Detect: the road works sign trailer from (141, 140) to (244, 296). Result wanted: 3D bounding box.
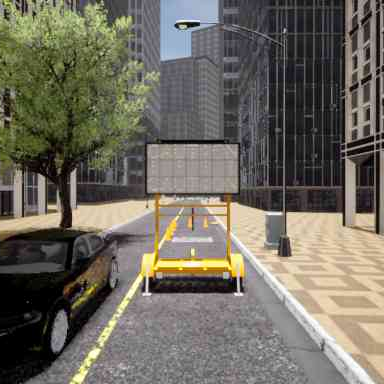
[{"bbox_3d":[0.019,0.464,8.619,2.380,3.560,2.880,0,0,0],"label":"road works sign trailer"}]

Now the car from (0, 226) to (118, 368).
[{"bbox_3d":[-2.737,1.478,6.187,1.882,1.535,5.008,0,0,0],"label":"car"}]
